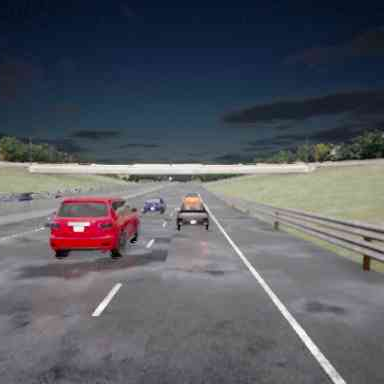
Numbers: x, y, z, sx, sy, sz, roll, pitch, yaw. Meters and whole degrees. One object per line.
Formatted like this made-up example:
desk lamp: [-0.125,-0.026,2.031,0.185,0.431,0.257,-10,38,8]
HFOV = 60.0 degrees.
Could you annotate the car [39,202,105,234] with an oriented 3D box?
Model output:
car: [-6.938,1.447,19.999,2.033,1.411,5.357,0,1,0]

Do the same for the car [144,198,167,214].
car: [-3.461,1.253,31.467,1.812,1.442,4.674,0,1,0]

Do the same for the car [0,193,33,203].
car: [-21.124,0.948,40.331,2.097,1.767,4.553,0,1,0]

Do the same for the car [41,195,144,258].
car: [-3.424,1.190,12.721,2.150,2.045,5.566,0,0,0]

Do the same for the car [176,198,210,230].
car: [0.060,1.383,20.332,2.128,1.511,4.902,0,1,0]

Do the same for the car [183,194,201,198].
car: [0.025,0.961,38.797,2.097,1.767,4.553,0,1,0]
